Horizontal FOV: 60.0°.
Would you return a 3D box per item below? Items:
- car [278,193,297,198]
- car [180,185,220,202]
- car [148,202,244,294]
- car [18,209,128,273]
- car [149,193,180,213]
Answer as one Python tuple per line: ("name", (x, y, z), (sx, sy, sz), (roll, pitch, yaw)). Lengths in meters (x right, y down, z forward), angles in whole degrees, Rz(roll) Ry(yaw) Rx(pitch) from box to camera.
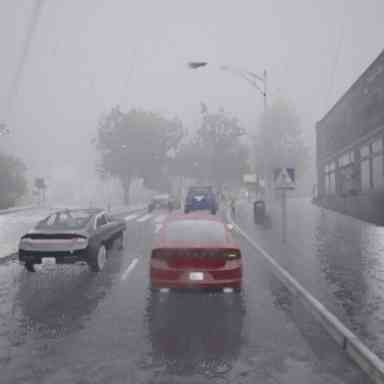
("car", (23.561, 1.155, 82.435), (1.837, 1.490, 4.892), (2, -3, -38))
("car", (0.839, 0.527, 24.713), (2.150, 2.045, 5.566), (-1, 2, 8))
("car", (0.080, 1.265, 8.372), (1.882, 1.535, 5.008), (0, 2, 0))
("car", (-3.170, 1.242, 9.789), (2.128, 1.511, 4.902), (0, 2, 0))
("car", (-2.136, 0.826, 26.597), (1.812, 1.442, 4.674), (-1, 1, 9))
